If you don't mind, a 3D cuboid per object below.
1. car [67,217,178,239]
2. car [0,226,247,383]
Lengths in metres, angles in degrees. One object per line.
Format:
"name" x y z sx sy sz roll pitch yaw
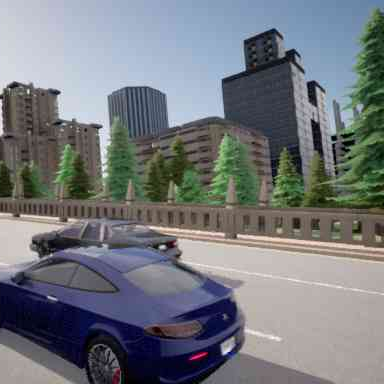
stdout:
"car" -2.831 1.506 10.311 5.357 1.411 2.033 1 0 36
"car" -1.464 1.514 5.037 4.674 1.442 1.812 1 0 36
